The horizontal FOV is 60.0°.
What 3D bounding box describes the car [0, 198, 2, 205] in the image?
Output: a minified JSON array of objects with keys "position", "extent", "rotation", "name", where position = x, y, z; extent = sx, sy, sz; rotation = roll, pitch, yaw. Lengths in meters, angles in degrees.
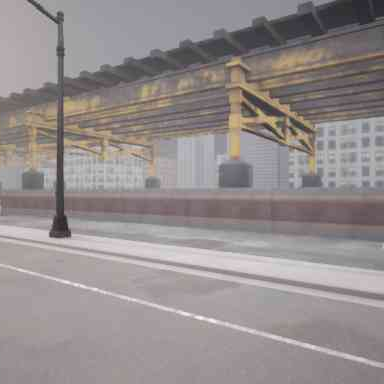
[{"position":[-24.492,1.293,40.963],"extent":[4.536,1.218,1.853],"rotation":[0,0,-1],"name":"car"}]
